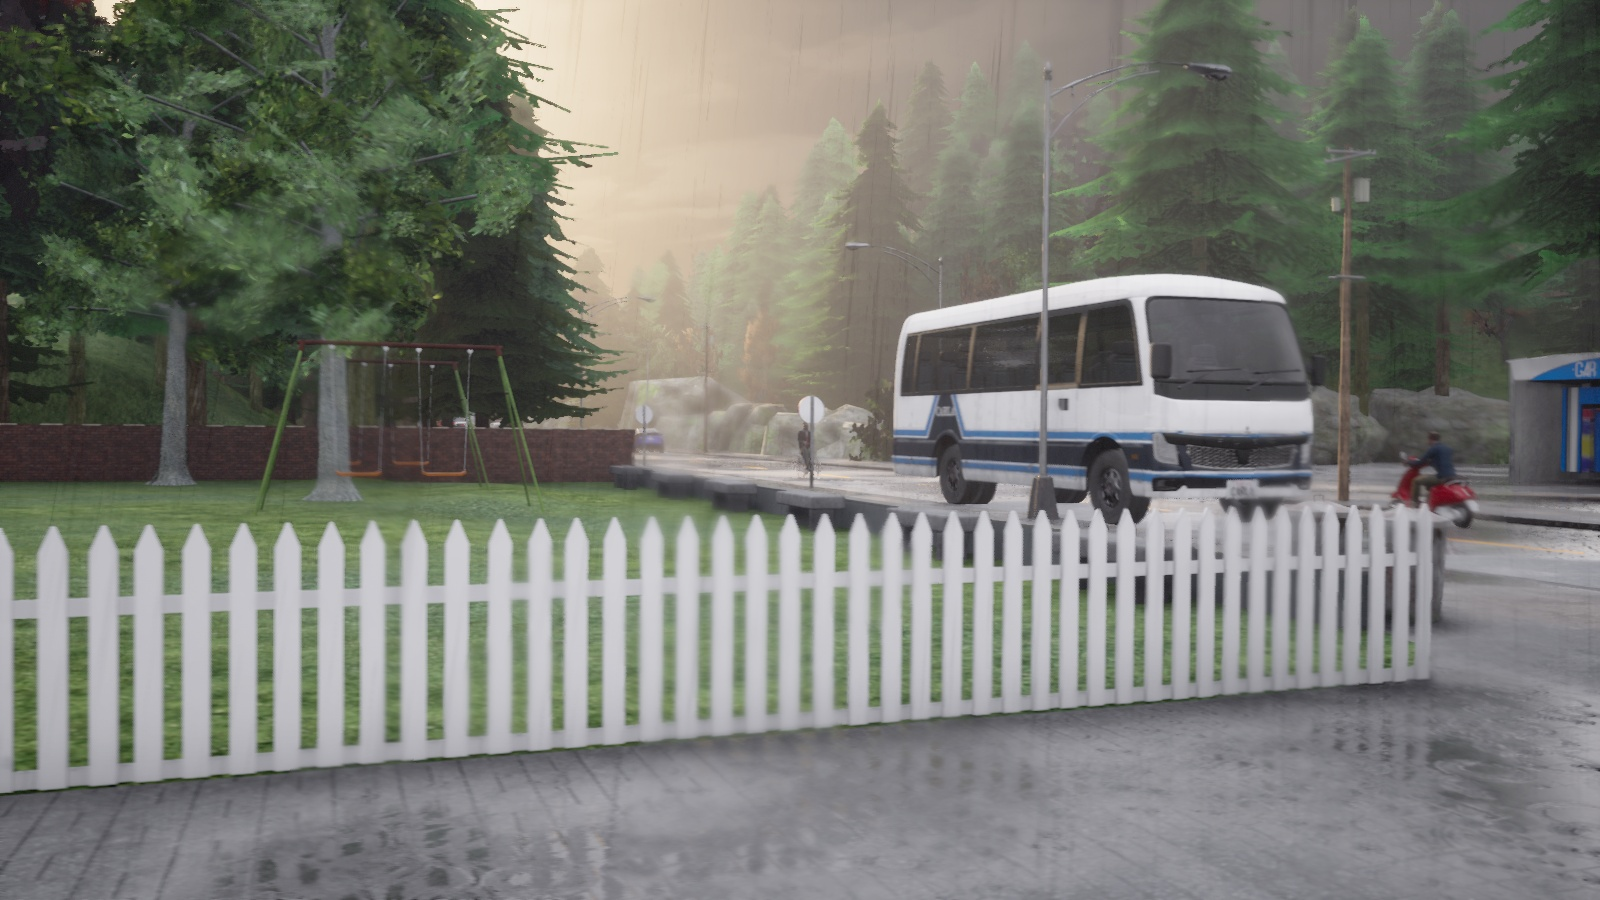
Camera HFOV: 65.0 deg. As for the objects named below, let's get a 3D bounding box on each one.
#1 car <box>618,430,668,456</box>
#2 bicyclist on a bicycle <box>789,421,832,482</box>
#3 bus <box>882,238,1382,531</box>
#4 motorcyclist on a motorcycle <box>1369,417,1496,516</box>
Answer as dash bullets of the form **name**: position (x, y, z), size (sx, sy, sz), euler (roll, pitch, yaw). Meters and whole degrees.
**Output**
- **car**: position (-9.596, -0.424, 76.329), size (2.007, 1.525, 4.514), euler (-1, 1, -20)
- **bicyclist on a bicycle**: position (0.307, 0.025, 37.805), size (0.659, 1.776, 1.843), euler (-1, 1, -20)
- **bus**: position (5.462, -1.050, 23.755), size (3.944, 4.253, 10.273), euler (-1, 1, -20)
- **motorcyclist on a motorcycle**: position (10.667, 0.257, 21.244), size (0.866, 1.590, 1.817), euler (-1, 1, -20)
